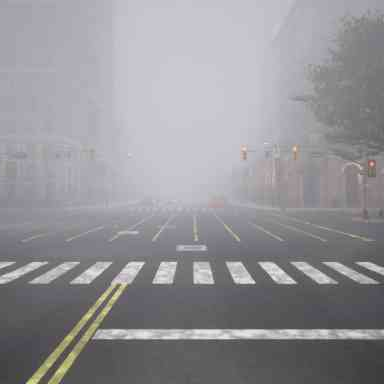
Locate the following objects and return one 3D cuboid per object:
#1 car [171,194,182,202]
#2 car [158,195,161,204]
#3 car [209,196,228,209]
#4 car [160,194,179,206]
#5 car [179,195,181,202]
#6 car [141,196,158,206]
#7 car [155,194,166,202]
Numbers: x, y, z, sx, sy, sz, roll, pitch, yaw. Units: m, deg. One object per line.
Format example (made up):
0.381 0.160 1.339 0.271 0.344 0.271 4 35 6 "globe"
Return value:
-3.493 1.355 75.053 2.097 1.767 4.553 0 0 0 "car"
-7.130 1.478 64.526 1.882 1.535 5.008 0 0 1 "car"
3.632 1.352 45.955 2.097 1.767 4.553 0 0 -5 "car"
-3.683 1.478 55.423 1.882 1.535 5.008 0 0 0 "car"
-3.619 1.601 65.098 1.895 1.301 4.718 0 0 1 "car"
-7.183 1.505 55.182 1.837 1.490 4.892 0 0 0 "car"
-6.995 1.355 74.800 2.097 1.767 4.553 0 0 0 "car"
